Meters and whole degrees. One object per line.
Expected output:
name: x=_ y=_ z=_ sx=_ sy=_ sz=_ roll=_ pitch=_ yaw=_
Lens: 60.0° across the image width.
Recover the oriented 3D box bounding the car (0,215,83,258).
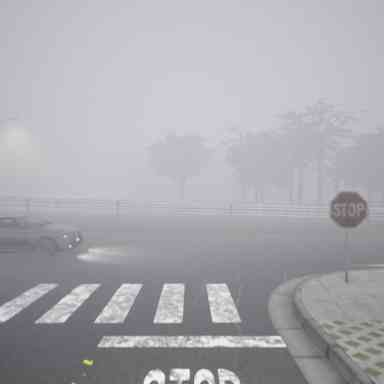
car: x=-6.247 y=1.552 z=12.325 sx=4.181 sy=1.385 sz=1.994 roll=1 pitch=0 yaw=-1
